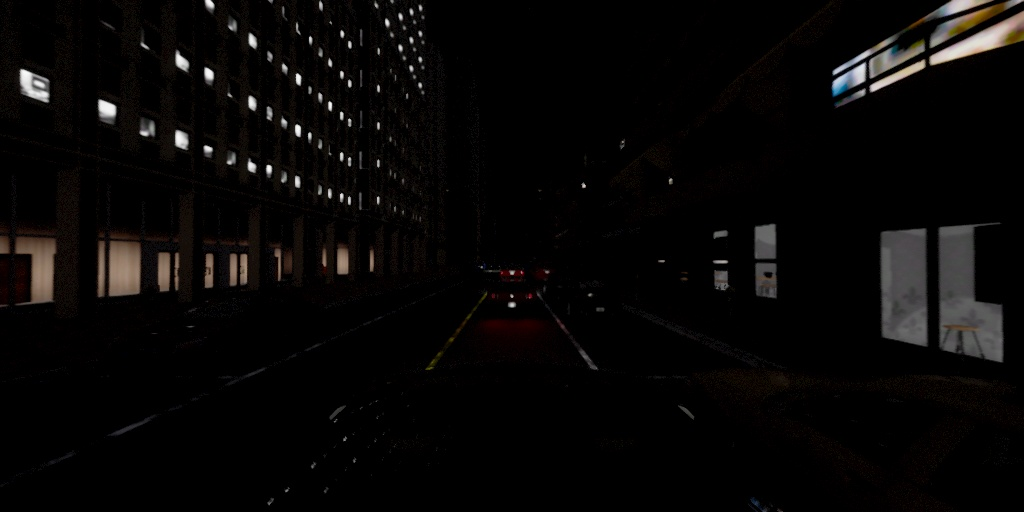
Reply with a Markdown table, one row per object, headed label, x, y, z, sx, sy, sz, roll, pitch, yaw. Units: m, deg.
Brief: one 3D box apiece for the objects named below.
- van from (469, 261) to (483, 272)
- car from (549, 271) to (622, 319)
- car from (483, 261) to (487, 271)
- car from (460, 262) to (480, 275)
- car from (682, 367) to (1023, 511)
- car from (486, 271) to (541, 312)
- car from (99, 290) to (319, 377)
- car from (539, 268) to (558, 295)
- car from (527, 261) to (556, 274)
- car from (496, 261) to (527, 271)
| label | x | y | z | sx | sy | sz | roll | pitch | yaw |
| --- | --- | --- | --- | --- | --- | --- | --- | --- | --- |
| van | -5.687 | 1.639 | 52.652 | 1.690 | 1.789 | 3.998 | 0 | 0 | 0 |
| car | 2.691 | 1.420 | 13.114 | 2.007 | 1.370 | 4.403 | 0 | 0 | 0 |
| car | -5.686 | 1.911 | 58.301 | 2.007 | 1.370 | 4.403 | 0 | 0 | 0 |
| car | -5.687 | 1.801 | 47.004 | 1.948 | 1.339 | 4.313 | 0 | 0 | 0 |
| car | 2.691 | 1.277 | 1.988 | 1.751 | 1.417 | 4.829 | 0 | 0 | 0 |
| car | 0.021 | 1.491 | 15.093 | 1.895 | 1.301 | 4.718 | 0 | -1 | 1 |
| car | -5.689 | 1.392 | 7.467 | 1.802 | 1.307 | 4.207 | 0 | 0 | 0 |
| car | 2.692 | 1.495 | 18.762 | 1.948 | 1.339 | 4.313 | 0 | 0 | 0 |
| car | 2.693 | 1.366 | 30.059 | 2.192 | 1.841 | 5.009 | 0 | 0 | 0 |
| car | 0.026 | 1.404 | 30.270 | 2.097 | 1.767 | 4.553 | 0 | -1 | 1 |
